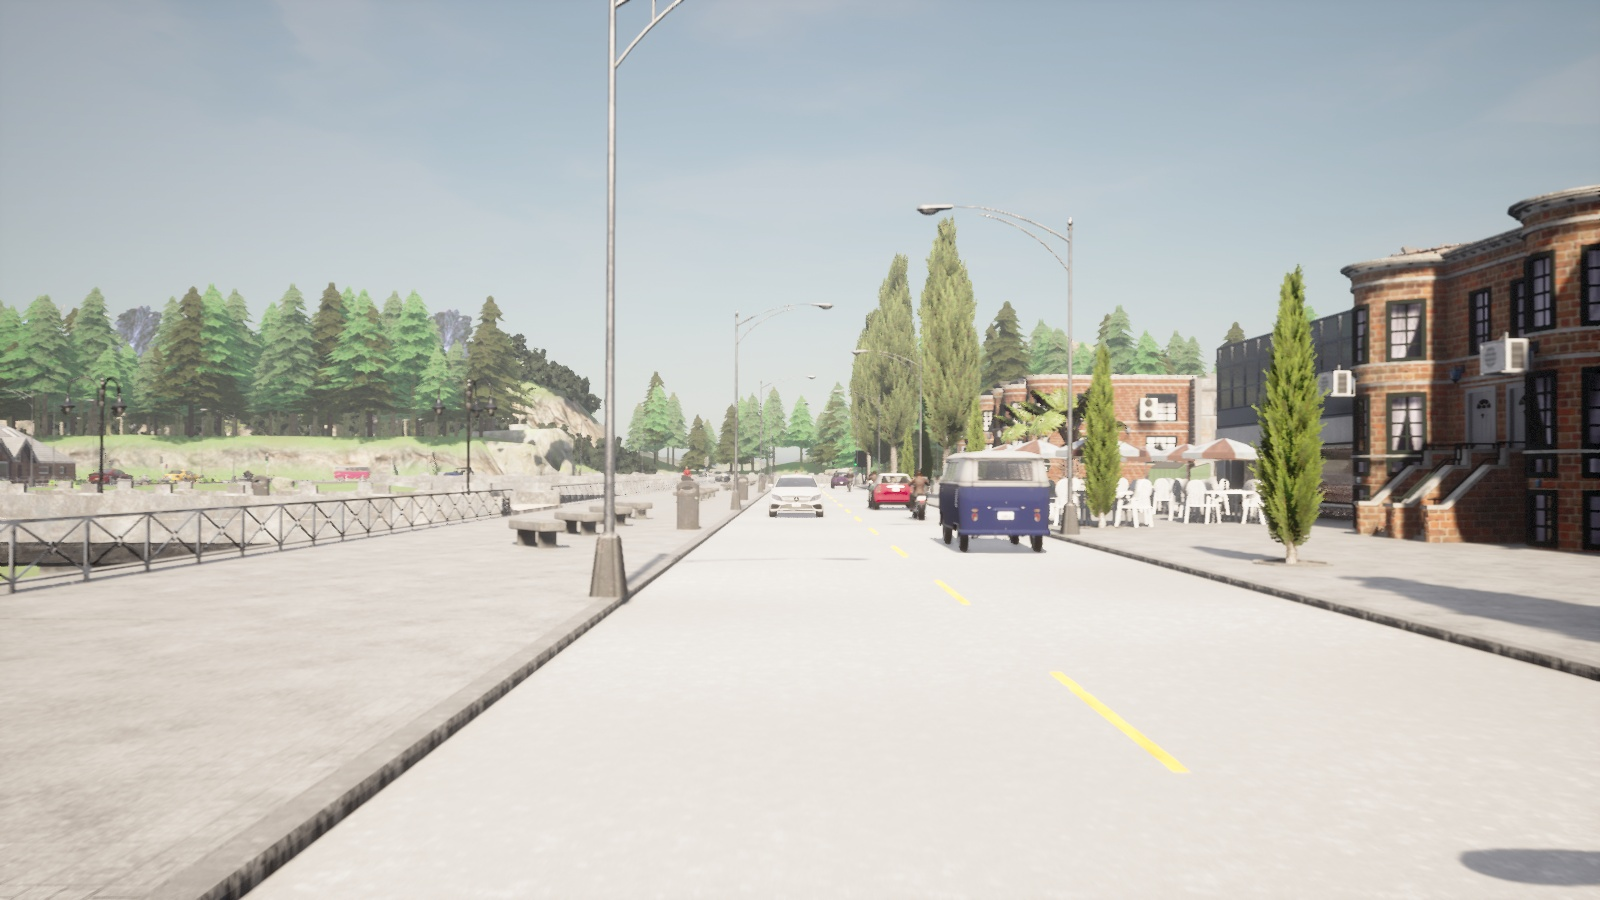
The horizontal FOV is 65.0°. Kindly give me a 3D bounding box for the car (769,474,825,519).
[{"bbox_3d":[-0.112,1.567,43.385,1.812,1.442,4.674,0,-1,0],"label":"car"}]

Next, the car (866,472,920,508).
[{"bbox_3d":[3.863,1.644,52.527,1.970,1.475,3.806,0,-1,0],"label":"car"}]

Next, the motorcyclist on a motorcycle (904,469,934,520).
[{"bbox_3d":[3.892,1.441,41.285,0.766,1.649,2.350,0,-1,0],"label":"motorcyclist on a motorcycle"}]

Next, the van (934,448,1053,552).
[{"bbox_3d":[3.930,0.989,26.153,1.775,1.987,4.442,0,-1,0],"label":"van"}]
